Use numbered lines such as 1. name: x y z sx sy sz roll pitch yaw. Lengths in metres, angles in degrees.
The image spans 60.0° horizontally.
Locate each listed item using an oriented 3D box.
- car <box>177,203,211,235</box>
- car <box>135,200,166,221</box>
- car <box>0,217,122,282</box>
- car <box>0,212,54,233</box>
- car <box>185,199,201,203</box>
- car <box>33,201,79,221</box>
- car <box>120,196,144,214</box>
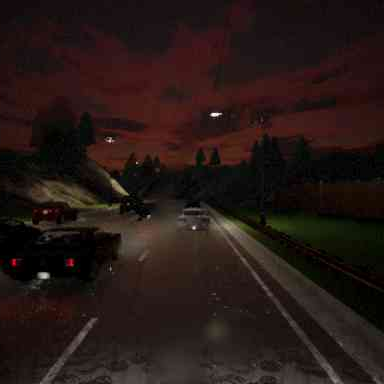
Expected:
1. car: 0.102 1.633 19.588 1.812 1.442 4.674 0 0 0
2. car: -3.400 1.664 28.823 1.837 1.490 4.892 0 0 0
3. car: -3.399 1.656 9.875 1.895 1.301 4.718 0 0 0
4. car: -6.899 1.631 11.869 1.994 1.385 4.181 0 0 0
5. car: 0.163 1.746 44.206 1.837 1.490 4.892 0 0 0
6. car: -10.413 1.493 25.754 2.097 1.767 4.553 0 0 0
7. car: -6.865 1.434 38.643 2.150 2.045 5.566 0 0 0
